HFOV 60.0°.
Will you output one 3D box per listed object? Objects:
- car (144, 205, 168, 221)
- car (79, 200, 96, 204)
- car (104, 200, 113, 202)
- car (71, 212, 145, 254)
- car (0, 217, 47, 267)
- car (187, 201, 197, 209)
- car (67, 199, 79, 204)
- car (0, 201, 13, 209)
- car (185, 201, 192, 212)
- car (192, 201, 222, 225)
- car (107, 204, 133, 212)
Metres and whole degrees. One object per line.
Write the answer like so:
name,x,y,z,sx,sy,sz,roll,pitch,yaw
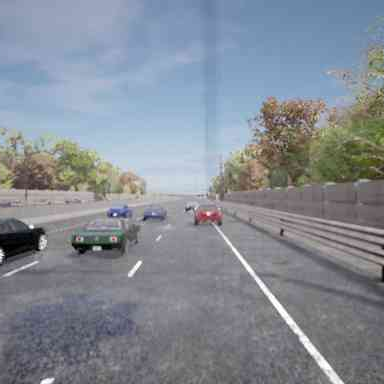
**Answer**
car,-3.395,1.924,31.539,1.994,1.385,4.181,0,-1,0
car,-20.994,2.366,69.160,2.033,1.411,5.357,0,-1,0
car,-17.494,2.356,69.577,2.128,1.511,4.902,0,-1,0
car,-3.397,1.754,14.139,1.895,1.301,4.718,0,-1,0
car,-6.898,1.605,11.695,1.882,1.535,5.008,0,-1,0
car,0.005,2.318,60.815,1.895,1.301,4.718,0,-1,0
car,-24.494,2.332,69.578,1.837,1.490,4.892,0,-1,0
car,-17.593,1.686,29.279,2.097,1.767,4.553,0,-1,0
car,0.019,2.152,47.281,1.895,1.301,4.718,0,-1,0
car,1.226,1.651,26.622,2.097,1.767,4.553,0,-1,0
car,-6.894,1.892,32.076,1.812,1.442,4.674,0,-1,0
